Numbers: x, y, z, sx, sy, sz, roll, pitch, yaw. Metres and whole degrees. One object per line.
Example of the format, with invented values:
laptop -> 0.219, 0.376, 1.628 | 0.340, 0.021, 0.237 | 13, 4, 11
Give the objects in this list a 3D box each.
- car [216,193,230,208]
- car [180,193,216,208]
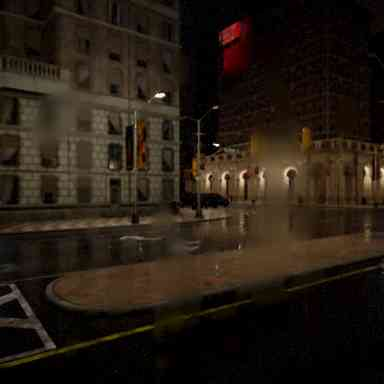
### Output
car -> 3.047, 1.162, 48.538 | 2.150, 2.045, 5.566 | 0, 0, -36
car -> 0.380, 1.170, 46.247 | 2.150, 2.045, 5.566 | 0, 0, -35
